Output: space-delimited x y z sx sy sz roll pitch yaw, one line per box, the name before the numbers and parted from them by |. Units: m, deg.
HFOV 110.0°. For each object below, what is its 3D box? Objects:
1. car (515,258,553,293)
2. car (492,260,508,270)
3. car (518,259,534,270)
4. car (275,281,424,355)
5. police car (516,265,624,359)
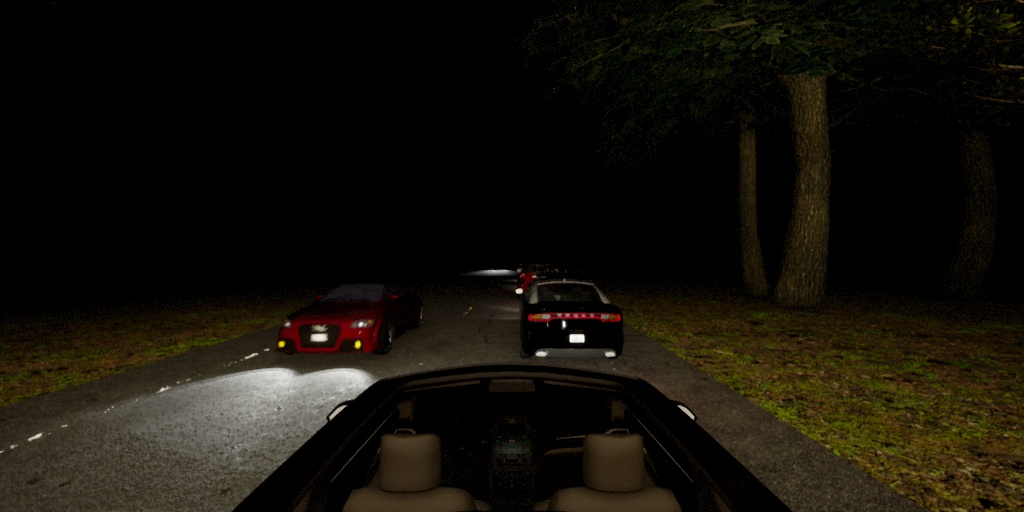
car | 1.329 1.079 18.370 2.097 1.767 4.553 0 0 2
car | -1.663 1.266 50.846 1.895 1.301 4.718 0 0 4
car | 2.017 1.217 50.941 2.033 1.411 5.357 0 0 4
car | -3.505 1.306 8.564 1.994 1.385 4.181 0 0 1
police car | 1.119 1.168 8.549 1.930 1.638 5.238 0 0 1
